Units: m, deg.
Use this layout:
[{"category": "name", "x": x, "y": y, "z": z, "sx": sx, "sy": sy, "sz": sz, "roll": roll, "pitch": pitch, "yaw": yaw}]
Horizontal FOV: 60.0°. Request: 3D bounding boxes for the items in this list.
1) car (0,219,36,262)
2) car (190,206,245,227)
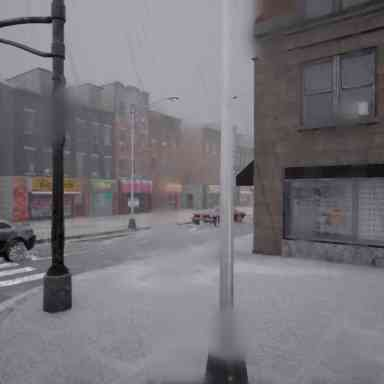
[{"category": "car", "x": -6.991, "y": 1.505, "z": 9.740, "sx": 2.128, "sy": 1.511, "sz": 4.902, "roll": 0, "pitch": 0, "yaw": 23}, {"category": "car", "x": 1.903, "y": 1.664, "z": 23.605, "sx": 1.895, "sy": 1.301, "sz": 4.718, "roll": 0, "pitch": 0, "yaw": 35}]
